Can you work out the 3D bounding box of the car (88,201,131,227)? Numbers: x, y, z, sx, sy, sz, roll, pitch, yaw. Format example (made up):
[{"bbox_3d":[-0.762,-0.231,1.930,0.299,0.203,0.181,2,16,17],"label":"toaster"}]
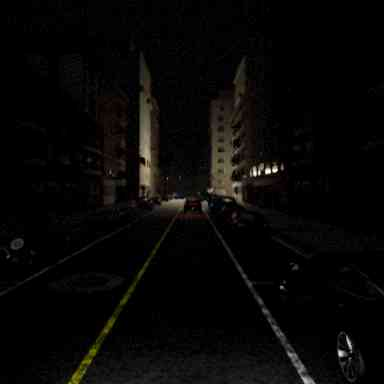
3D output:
[{"bbox_3d":[-5.401,1.479,21.594,1.802,1.307,4.206,0,0,0],"label":"car"}]

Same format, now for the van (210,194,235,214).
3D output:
[{"bbox_3d":[2.620,1.215,27.109,1.690,1.788,3.998,0,0,0],"label":"van"}]

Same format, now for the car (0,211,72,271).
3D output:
[{"bbox_3d":[-5.394,1.388,10.572,1.967,1.590,4.097,0,0,0],"label":"car"}]

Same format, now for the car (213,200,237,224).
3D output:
[{"bbox_3d":[2.624,1.463,21.600,1.947,1.339,4.313,0,0,0],"label":"car"}]

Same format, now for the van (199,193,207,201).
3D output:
[{"bbox_3d":[2.591,1.031,76.706,1.690,1.788,3.998,0,0,0],"label":"van"}]

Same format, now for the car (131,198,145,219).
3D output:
[{"bbox_3d":[-5.404,1.424,27.105,2.008,1.369,4.403,0,0,0],"label":"car"}]

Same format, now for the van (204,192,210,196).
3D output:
[{"bbox_3d":[2.613,1.172,38.130,1.690,1.788,3.998,0,0,0],"label":"van"}]

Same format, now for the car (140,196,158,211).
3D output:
[{"bbox_3d":[-5.411,1.270,38.126,1.967,1.590,4.097,0,0,0],"label":"car"}]

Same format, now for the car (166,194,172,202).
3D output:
[{"bbox_3d":[-5.428,1.312,65.681,1.802,1.307,4.206,0,0,0],"label":"car"}]

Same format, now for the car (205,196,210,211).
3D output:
[{"bbox_3d":[2.617,1.402,32.621,2.008,1.369,4.403,0,0,0],"label":"car"}]

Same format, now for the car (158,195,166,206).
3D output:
[{"bbox_3d":[-5.418,1.341,49.148,2.008,1.369,4.403,0,0,0],"label":"car"}]

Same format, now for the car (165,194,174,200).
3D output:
[{"bbox_3d":[-5.438,1.234,82.214,1.947,1.339,4.313,0,0,0],"label":"car"}]

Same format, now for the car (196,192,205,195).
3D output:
[{"bbox_3d":[2.233,0.983,59.063,2.150,2.045,5.566,0,0,0],"label":"car"}]

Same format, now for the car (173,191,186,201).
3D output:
[{"bbox_3d":[-2.795,1.156,75.151,1.812,1.442,4.674,0,0,0],"label":"car"}]

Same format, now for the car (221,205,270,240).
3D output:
[{"bbox_3d":[2.627,1.504,16.089,1.802,1.307,4.206,0,0,0],"label":"car"}]

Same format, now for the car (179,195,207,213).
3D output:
[{"bbox_3d":[0.081,1.338,34.031,2.128,1.511,4.902,0,0,0],"label":"car"}]

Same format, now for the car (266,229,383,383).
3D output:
[{"bbox_3d":[2.634,1.541,5.066,1.947,1.339,4.313,0,0,0],"label":"car"}]
